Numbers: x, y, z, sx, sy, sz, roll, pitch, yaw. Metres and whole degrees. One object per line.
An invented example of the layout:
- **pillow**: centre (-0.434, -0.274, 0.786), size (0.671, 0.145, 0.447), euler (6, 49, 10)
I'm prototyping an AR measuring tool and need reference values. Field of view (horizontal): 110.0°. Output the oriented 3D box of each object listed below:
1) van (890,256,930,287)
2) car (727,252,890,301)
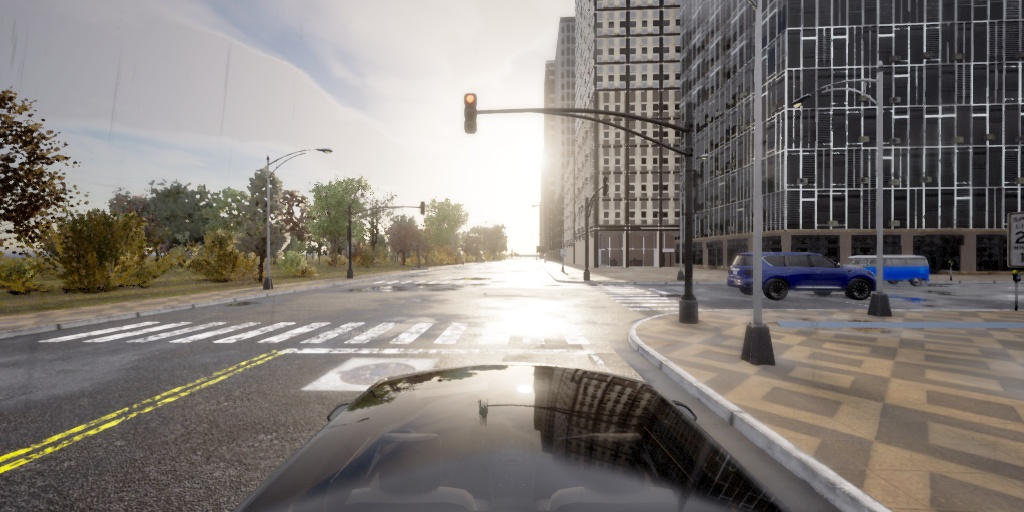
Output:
- **van**: centre (21.988, 0.856, 21.226), size (3.998, 1.789, 1.690), euler (0, 0, 4)
- **car**: centre (12.731, 0.833, 15.983), size (5.566, 2.045, 2.150), euler (0, 0, 4)
